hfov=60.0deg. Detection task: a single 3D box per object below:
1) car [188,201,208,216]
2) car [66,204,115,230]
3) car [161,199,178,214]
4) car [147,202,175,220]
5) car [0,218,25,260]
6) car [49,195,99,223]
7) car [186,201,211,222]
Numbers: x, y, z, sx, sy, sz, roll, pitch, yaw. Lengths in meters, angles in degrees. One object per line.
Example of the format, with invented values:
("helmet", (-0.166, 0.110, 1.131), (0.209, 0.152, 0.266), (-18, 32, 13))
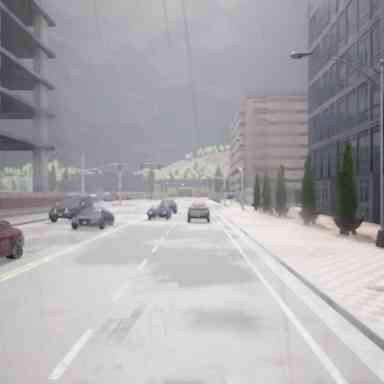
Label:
("car", (0.719, 1.793, 37.819), (2.128, 1.511, 4.902), (0, 0, 1))
("car", (-6.638, 1.743, 22.668), (1.994, 1.385, 4.181), (0, -1, 1))
("car", (-2.846, 1.669, 39.901), (2.097, 1.767, 4.553), (0, 0, 1))
("car", (-2.943, 1.846, 30.915), (1.895, 1.301, 4.718), (0, 0, 1))
("car", (-6.948, 1.605, 10.203), (1.812, 1.442, 4.674), (0, -1, 1))
("car", (-10.099, 1.444, 28.424), (2.150, 2.045, 5.566), (0, 0, 1))
("car", (0.560, 1.719, 28.410), (2.128, 1.511, 4.902), (0, 0, 1))
